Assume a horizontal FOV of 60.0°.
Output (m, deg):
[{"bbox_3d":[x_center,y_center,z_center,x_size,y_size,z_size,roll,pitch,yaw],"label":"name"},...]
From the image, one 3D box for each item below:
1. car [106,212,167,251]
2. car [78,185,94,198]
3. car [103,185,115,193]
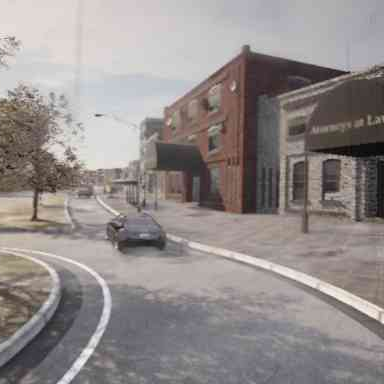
[{"bbox_3d":[-2.502,1.563,14.314,1.994,1.385,4.181,1,0,-21],"label":"car"},{"bbox_3d":[-17.108,0.138,53.050,1.837,1.490,4.892,1,1,-16],"label":"car"},{"bbox_3d":[-20.857,-0.497,82.203,2.097,1.535,5.008,1,1,-11],"label":"car"}]
